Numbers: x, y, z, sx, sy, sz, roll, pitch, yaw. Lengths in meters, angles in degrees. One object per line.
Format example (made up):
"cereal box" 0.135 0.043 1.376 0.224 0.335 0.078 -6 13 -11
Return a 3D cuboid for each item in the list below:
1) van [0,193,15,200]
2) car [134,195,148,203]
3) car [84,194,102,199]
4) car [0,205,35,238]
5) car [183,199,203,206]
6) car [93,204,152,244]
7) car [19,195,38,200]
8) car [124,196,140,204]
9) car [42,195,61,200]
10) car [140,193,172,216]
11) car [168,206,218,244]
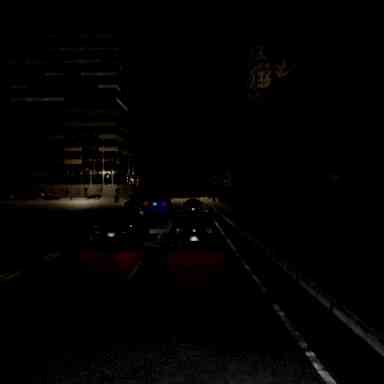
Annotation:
"van" -43.956 1.071 78.223 3.998 1.788 1.690 0 1 2
"car" -9.763 1.373 64.417 1.994 1.385 4.181 0 0 1
"car" -25.532 1.210 85.745 4.313 1.339 1.947 0 1 2
"car" -9.849 1.435 16.996 2.128 1.511 4.902 0 0 0
"car" 0.097 1.419 33.035 1.812 1.442 4.674 0 0 0
"car" -3.160 1.474 15.314 1.812 1.442 4.674 0 0 0
"car" -38.408 1.327 78.053 4.206 1.307 1.802 0 1 2
"car" -6.596 1.425 38.194 2.033 1.411 5.357 0 0 0
"car" -32.859 1.341 77.881 4.206 1.307 1.802 0 1 2
"car" -3.154 1.121 31.089 2.150 2.045 5.566 0 0 0
"car" 0.094 1.549 15.388 1.895 1.301 4.718 0 0 0
